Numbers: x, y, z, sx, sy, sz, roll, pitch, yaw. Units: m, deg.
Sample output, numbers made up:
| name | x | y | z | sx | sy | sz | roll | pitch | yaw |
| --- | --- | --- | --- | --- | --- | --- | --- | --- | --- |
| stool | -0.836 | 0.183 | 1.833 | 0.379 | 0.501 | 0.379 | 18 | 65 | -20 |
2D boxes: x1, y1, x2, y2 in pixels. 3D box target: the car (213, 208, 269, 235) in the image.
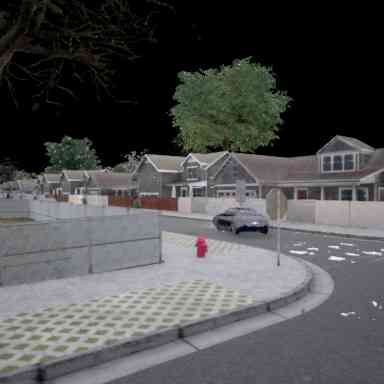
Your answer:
| name | x | y | z | sx | sy | sz | roll | pitch | yaw |
| --- | --- | --- | --- | --- | --- | --- | --- | --- | --- |
| car | 2.711 | 1.594 | 19.186 | 1.994 | 1.385 | 4.181 | 0 | 0 | -16 |

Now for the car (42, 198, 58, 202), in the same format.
| name | x | y | z | sx | sy | sz | roll | pitch | yaw |
| --- | --- | --- | --- | --- | --- | --- | --- | --- | --- |
| car | -19.790 | 1.523 | 46.162 | 1.882 | 1.535 | 5.008 | 0 | 0 | -36 |
